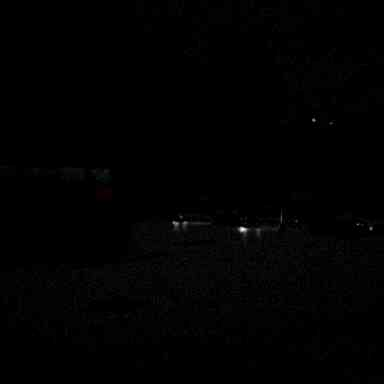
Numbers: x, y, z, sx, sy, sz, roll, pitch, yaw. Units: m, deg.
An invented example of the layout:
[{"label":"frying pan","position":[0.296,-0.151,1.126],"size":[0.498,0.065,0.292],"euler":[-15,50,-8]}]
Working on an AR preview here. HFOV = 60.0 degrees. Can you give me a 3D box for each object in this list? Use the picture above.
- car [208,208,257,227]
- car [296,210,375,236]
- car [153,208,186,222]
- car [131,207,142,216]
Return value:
[{"label":"car","position":[3.457,2.182,29.005],"size":[1.882,1.535,5.008],"euler":[0,-1,-36]},{"label":"car","position":[8.983,1.917,21.286],"size":[2.128,1.511,4.902],"euler":[0,-1,-35]},{"label":"car","position":[-2.558,2.523,37.443],"size":[2.128,1.511,4.902],"euler":[0,-2,-35]},{"label":"car","position":[-9.503,3.054,52.184],"size":[2.128,1.511,4.902],"euler":[0,-2,-35]}]
